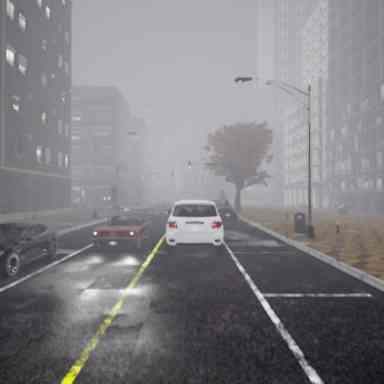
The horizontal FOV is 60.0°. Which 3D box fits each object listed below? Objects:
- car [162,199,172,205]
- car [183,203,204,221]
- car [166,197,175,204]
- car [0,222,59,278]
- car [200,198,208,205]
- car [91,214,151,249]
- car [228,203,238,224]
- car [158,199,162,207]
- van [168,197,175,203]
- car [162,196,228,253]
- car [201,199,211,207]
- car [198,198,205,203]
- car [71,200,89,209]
[{"bbox_3d":[-5.674,2.225,75.986,2.008,1.369,4.403,0,-1,0],"label":"car"},{"bbox_3d":[0.104,1.789,31.068,1.812,1.442,4.674,0,-1,0],"label":"car"},{"bbox_3d":[-5.672,2.223,87.052,1.967,1.590,4.097,0,-1,0],"label":"car"},{"bbox_3d":[-5.686,1.652,10.443,1.947,1.339,4.313,0,0,0],"label":"car"},{"bbox_3d":[2.706,2.201,76.154,1.752,1.417,4.829,0,-1,0],"label":"car"},{"bbox_3d":[-3.096,1.728,15.265,1.895,1.301,4.718,0,0,0],"label":"car"},{"bbox_3d":[2.698,1.794,27.009,1.947,1.339,4.313,0,0,0],"label":"car"},{"bbox_3d":[-5.676,2.118,64.921,2.008,1.369,4.403,0,-1,0],"label":"car"},{"bbox_3d":[-5.671,2.179,92.586,1.690,1.788,3.998,0,-1,0],"label":"van"},{"bbox_3d":[0.102,1.342,14.365,2.150,2.045,5.566,0,0,0],"label":"car"},{"bbox_3d":[2.704,2.112,64.919,1.887,1.381,4.507,0,-1,0],"label":"car"},{"bbox_3d":[2.709,2.420,92.580,1.802,1.307,4.206,0,-1,0],"label":"car"},{"bbox_3d":[-16.416,1.730,45.520,4.403,1.369,2.008,1,-1,-1],"label":"car"}]
